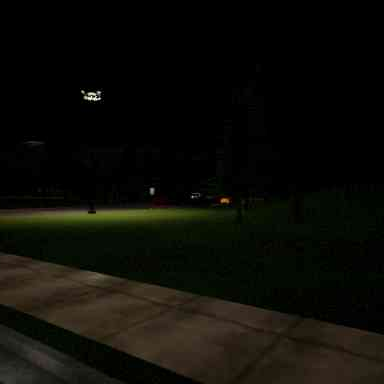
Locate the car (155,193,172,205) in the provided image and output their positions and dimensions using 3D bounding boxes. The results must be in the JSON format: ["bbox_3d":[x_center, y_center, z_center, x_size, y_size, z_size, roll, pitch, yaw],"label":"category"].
[{"bbox_3d":[-4.142,1.221,58.265,2.150,2.045,5.566,0,0,36],"label":"car"}]

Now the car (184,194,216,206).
[{"bbox_3d":[1.405,1.477,53.999,1.882,1.535,5.008,0,0,37],"label":"car"}]

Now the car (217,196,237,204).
[{"bbox_3d":[7.233,1.477,62.051,1.882,1.535,5.008,0,0,36],"label":"car"}]

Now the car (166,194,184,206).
[{"bbox_3d":[-1.632,1.505,55.782,1.837,1.490,4.892,0,0,37],"label":"car"}]
